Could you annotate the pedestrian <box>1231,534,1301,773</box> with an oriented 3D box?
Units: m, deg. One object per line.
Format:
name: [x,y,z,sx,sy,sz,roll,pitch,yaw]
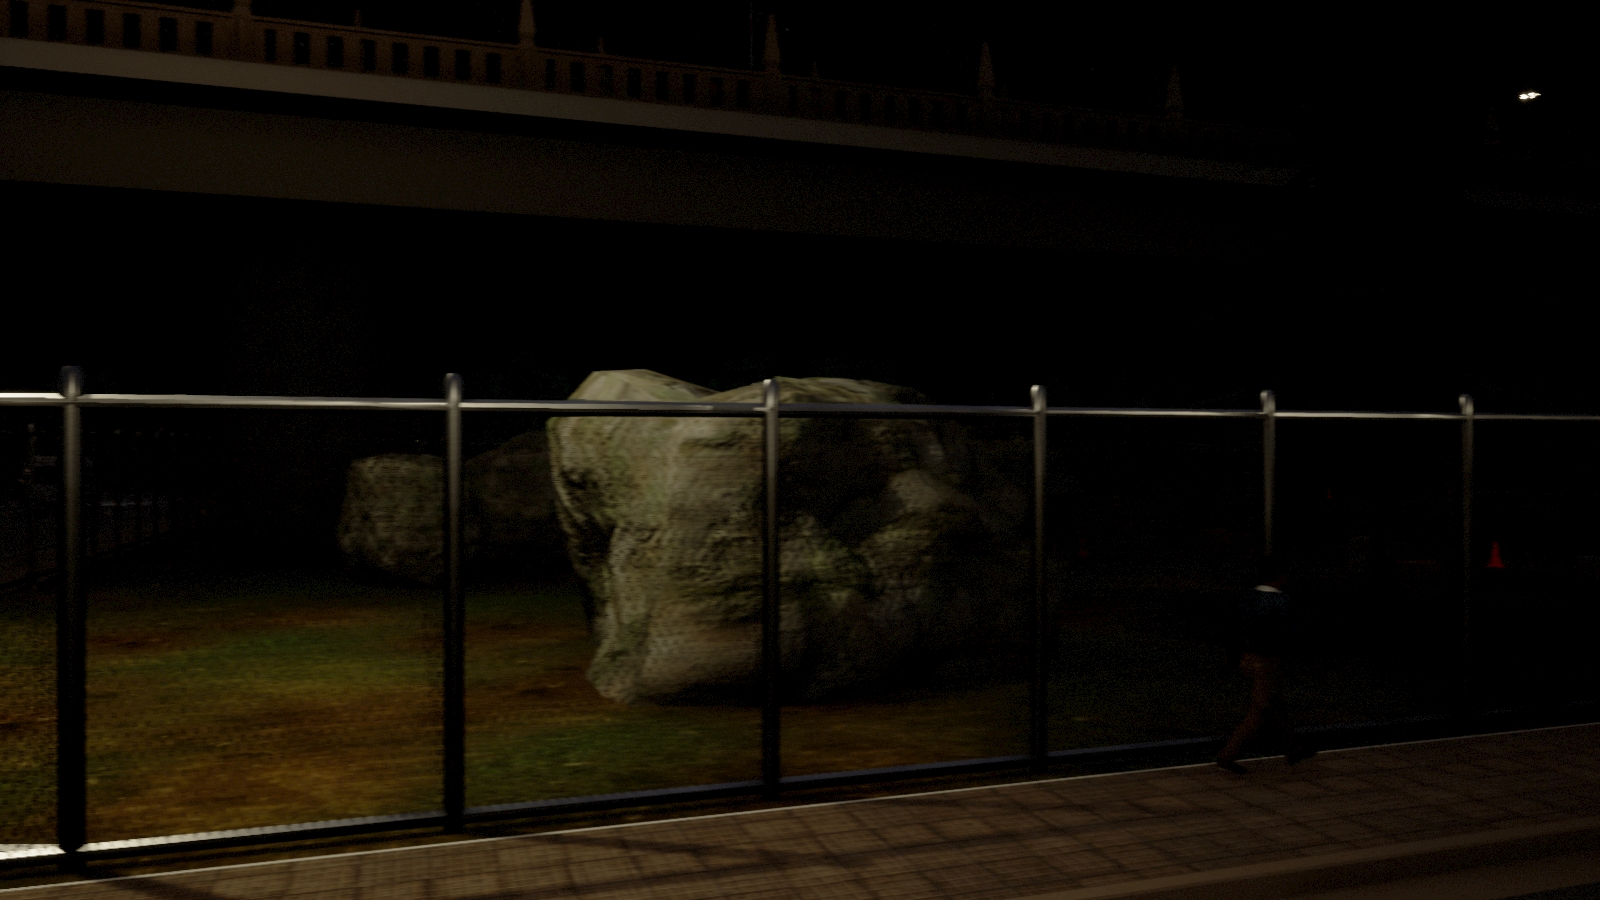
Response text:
pedestrian: [3.797,1.636,9.316,0.375,1.860,0.375,0,0,-18]
